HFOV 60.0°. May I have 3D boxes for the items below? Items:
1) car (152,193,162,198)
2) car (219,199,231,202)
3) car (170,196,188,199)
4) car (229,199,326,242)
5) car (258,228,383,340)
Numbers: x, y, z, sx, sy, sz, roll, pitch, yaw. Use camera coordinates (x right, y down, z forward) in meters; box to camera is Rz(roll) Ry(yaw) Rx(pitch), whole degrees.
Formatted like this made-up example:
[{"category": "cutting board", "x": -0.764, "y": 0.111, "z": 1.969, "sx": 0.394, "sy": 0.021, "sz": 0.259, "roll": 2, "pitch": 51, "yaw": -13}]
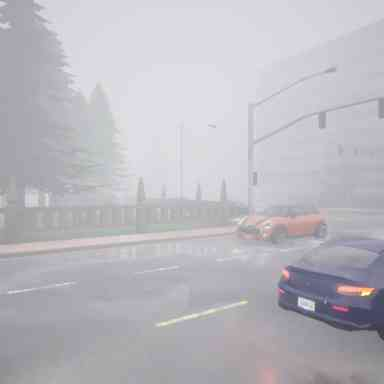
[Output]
[{"category": "car", "x": -5.948, "y": 1.162, "z": 60.447, "sx": 2.150, "sy": 2.045, "sz": 5.566, "roll": 0, "pitch": 0, "yaw": 3}, {"category": "car", "x": 3.712, "y": 1.418, "z": 30.798, "sx": 1.882, "sy": 1.535, "sz": 5.008, "roll": 0, "pitch": 0, "yaw": -31}, {"category": "car", "x": -1.312, "y": 1.292, "z": 39.307, "sx": 2.097, "sy": 1.767, "sz": 4.553, "roll": 0, "pitch": 0, "yaw": -26}, {"category": "car", "x": 4.232, "y": 1.350, "z": 15.577, "sx": 4.553, "sy": 1.767, "sz": 2.097, "roll": 0, "pitch": 0, "yaw": -35}, {"category": "car", "x": 3.609, "y": 1.524, "z": 6.340, "sx": 4.674, "sy": 1.442, "sz": 1.812, "roll": 0, "pitch": 0, "yaw": -35}]
